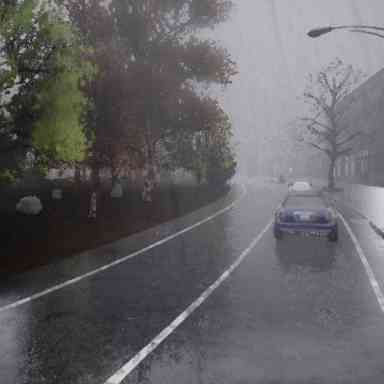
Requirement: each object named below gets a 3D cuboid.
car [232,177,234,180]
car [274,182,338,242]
[{"bbox_3d":[7.885,-3.428,73.629,1.837,1.490,4.892,1,4,-7],"label":"car"},{"bbox_3d":[4.541,0.714,13.194,2.097,1.767,4.553,0,4,20],"label":"car"}]
